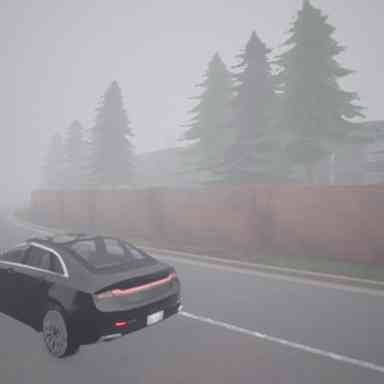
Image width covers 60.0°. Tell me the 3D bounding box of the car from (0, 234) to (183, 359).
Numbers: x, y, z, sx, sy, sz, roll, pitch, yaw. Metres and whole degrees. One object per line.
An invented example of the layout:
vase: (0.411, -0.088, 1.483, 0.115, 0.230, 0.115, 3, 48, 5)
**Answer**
car: (-2.387, 1.528, 6.108, 4.902, 1.511, 2.128, 0, 0, 39)
